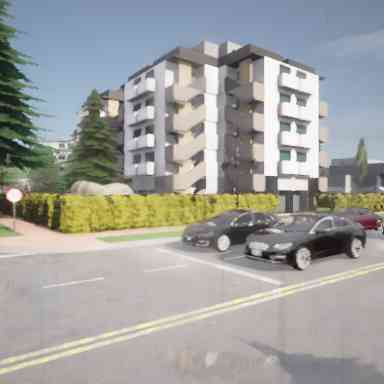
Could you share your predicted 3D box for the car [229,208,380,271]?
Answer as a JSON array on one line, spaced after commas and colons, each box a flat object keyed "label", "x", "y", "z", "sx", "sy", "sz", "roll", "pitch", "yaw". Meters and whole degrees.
[{"label": "car", "x": 3.862, "y": 1.488, "z": 11.038, "sx": 4.902, "sy": 1.511, "sz": 2.128, "roll": 0, "pitch": 0, "yaw": -35}]

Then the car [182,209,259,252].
[{"label": "car", "x": 1.868, "y": 1.501, "z": 13.912, "sx": 4.892, "sy": 1.490, "sz": 1.837, "roll": 0, "pitch": 0, "yaw": -35}]

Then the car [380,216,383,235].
[{"label": "car", "x": 11.129, "y": 1.556, "z": 16.212, "sx": 4.181, "sy": 1.385, "sz": 1.994, "roll": 0, "pitch": 0, "yaw": -35}]

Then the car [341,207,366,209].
[{"label": "car", "x": 9.116, "y": 1.556, "z": 19.081, "sx": 4.181, "sy": 1.385, "sz": 1.994, "roll": 0, "pitch": 0, "yaw": -36}]
